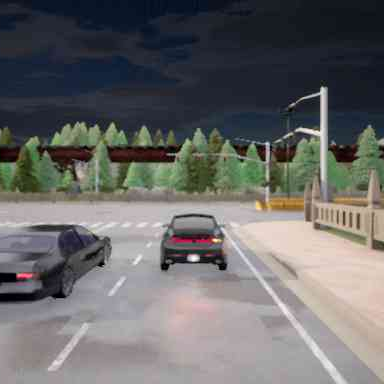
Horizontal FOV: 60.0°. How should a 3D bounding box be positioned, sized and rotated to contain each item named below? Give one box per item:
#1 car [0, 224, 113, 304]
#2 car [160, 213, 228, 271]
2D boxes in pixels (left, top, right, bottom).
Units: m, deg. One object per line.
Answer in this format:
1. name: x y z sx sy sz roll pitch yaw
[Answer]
1. car: -3.462 1.506 8.260 2.033 1.411 5.357 0 0 1
2. car: 0.057 1.446 10.697 1.837 1.490 4.892 0 -1 0
